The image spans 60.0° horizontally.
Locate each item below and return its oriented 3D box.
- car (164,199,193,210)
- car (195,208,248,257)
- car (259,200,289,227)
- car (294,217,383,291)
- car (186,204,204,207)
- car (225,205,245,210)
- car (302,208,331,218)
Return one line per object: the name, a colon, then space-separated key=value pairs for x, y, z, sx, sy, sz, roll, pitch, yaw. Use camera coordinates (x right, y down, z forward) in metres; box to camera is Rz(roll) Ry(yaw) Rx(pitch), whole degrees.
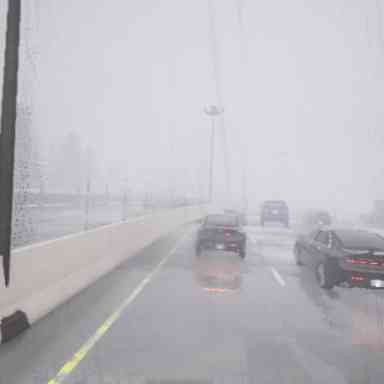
car: x=-1.798 y=1.724 z=47.602 sx=2.033 sy=1.411 sz=5.357 roll=3 pitch=0 yaw=22
car: x=1.212 y=1.638 z=13.740 sx=1.837 sy=1.490 sz=4.892 roll=3 pitch=0 yaw=6
car: x=6.767 y=1.693 z=27.460 sx=2.150 sy=2.045 sz=5.566 roll=3 pitch=0 yaw=12
car: x=4.332 y=1.766 z=9.722 sx=1.837 sy=1.490 sz=4.892 roll=3 pitch=0 yaw=6
car: x=1.266 y=1.819 z=45.788 sx=1.837 sy=1.490 sz=4.892 roll=2 pitch=-1 yaw=22
car: x=3.696 y=1.864 z=29.587 sx=1.812 sy=1.442 sz=4.674 roll=3 pitch=0 yaw=13
car: x=10.551 y=2.161 z=28.249 sx=1.837 sy=1.490 sz=4.892 roll=2 pitch=0 yaw=13
